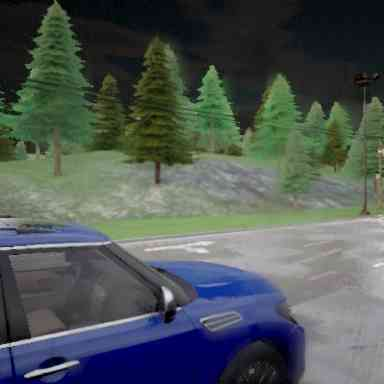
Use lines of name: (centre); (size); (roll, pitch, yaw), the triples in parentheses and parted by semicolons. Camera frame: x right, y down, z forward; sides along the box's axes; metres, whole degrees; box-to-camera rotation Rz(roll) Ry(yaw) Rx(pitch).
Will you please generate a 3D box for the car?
car: (-1.485, 1.218, 2.688); (5.566, 2.045, 2.150); (0, 0, -36)
